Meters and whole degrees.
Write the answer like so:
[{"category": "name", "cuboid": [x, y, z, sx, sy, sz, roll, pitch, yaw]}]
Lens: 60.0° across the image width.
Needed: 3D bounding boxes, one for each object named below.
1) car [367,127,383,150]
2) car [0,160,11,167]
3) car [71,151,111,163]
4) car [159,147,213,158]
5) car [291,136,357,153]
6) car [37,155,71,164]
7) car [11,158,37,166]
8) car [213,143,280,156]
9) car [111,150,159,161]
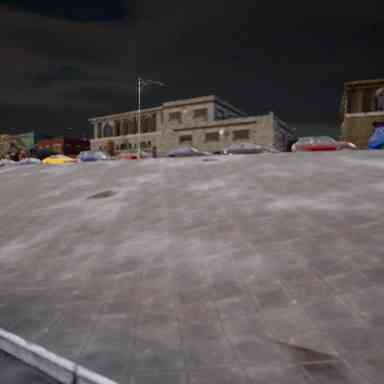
[{"category": "car", "cuboid": [14.825, -3.333, 22.236, 5.566, 2.045, 2.435, 1, 1, 25]}, {"category": "car", "cuboid": [-24.157, -3.504, 43.667, 4.892, 1.521, 2.231, 0, 0, 34]}, {"category": "car", "cuboid": [-10.045, -3.499, 34.890, 4.553, 1.767, 2.185, 1, 0, 31]}, {"category": "car", "cuboid": [-0.187, -3.242, 29.479, 4.674, 1.452, 2.002, 1, 0, 28]}, {"category": "car", "cuboid": [9.725, -3.295, 24.576, 4.553, 1.767, 2.185, 1, 0, 26]}, {"category": "car", "cuboid": [-14.798, -3.419, 37.707, 5.008, 1.535, 2.097, 1, 0, 32]}, {"category": "car", "cuboid": [-19.510, -3.424, 40.637, 4.674, 1.452, 2.002, 1, 0, 33]}, {"category": "car", "cuboid": [4.645, -3.235, 27.020, 4.892, 1.521, 2.231, 1, 0, 27]}, {"category": "car", "cuboid": [-5.051, -3.297, 32.088, 4.792, 1.488, 2.163, 1, 0, 29]}]
